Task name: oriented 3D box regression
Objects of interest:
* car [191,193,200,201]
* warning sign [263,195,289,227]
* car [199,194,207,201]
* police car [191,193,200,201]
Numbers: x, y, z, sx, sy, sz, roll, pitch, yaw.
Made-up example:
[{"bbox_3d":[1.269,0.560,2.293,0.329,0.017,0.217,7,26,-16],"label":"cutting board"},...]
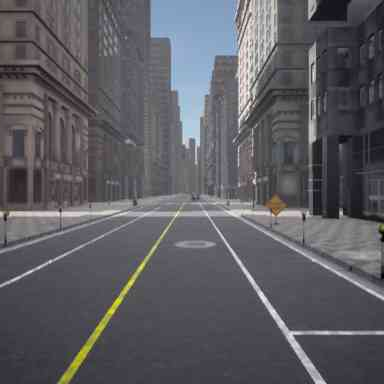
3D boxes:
[{"bbox_3d":[0.896,1.327,90.107,2.150,2.045,5.566,0,0,0],"label":"car"},{"bbox_3d":[5.064,1.102,20.081,1.300,1.860,1.060,0,0,0],"label":"warning sign"},{"bbox_3d":[2.766,1.438,86.368,1.967,1.590,4.097,0,0,0],"label":"car"},{"bbox_3d":[0.900,1.457,80.187,1.930,1.638,5.238,0,0,0],"label":"police car"}]
